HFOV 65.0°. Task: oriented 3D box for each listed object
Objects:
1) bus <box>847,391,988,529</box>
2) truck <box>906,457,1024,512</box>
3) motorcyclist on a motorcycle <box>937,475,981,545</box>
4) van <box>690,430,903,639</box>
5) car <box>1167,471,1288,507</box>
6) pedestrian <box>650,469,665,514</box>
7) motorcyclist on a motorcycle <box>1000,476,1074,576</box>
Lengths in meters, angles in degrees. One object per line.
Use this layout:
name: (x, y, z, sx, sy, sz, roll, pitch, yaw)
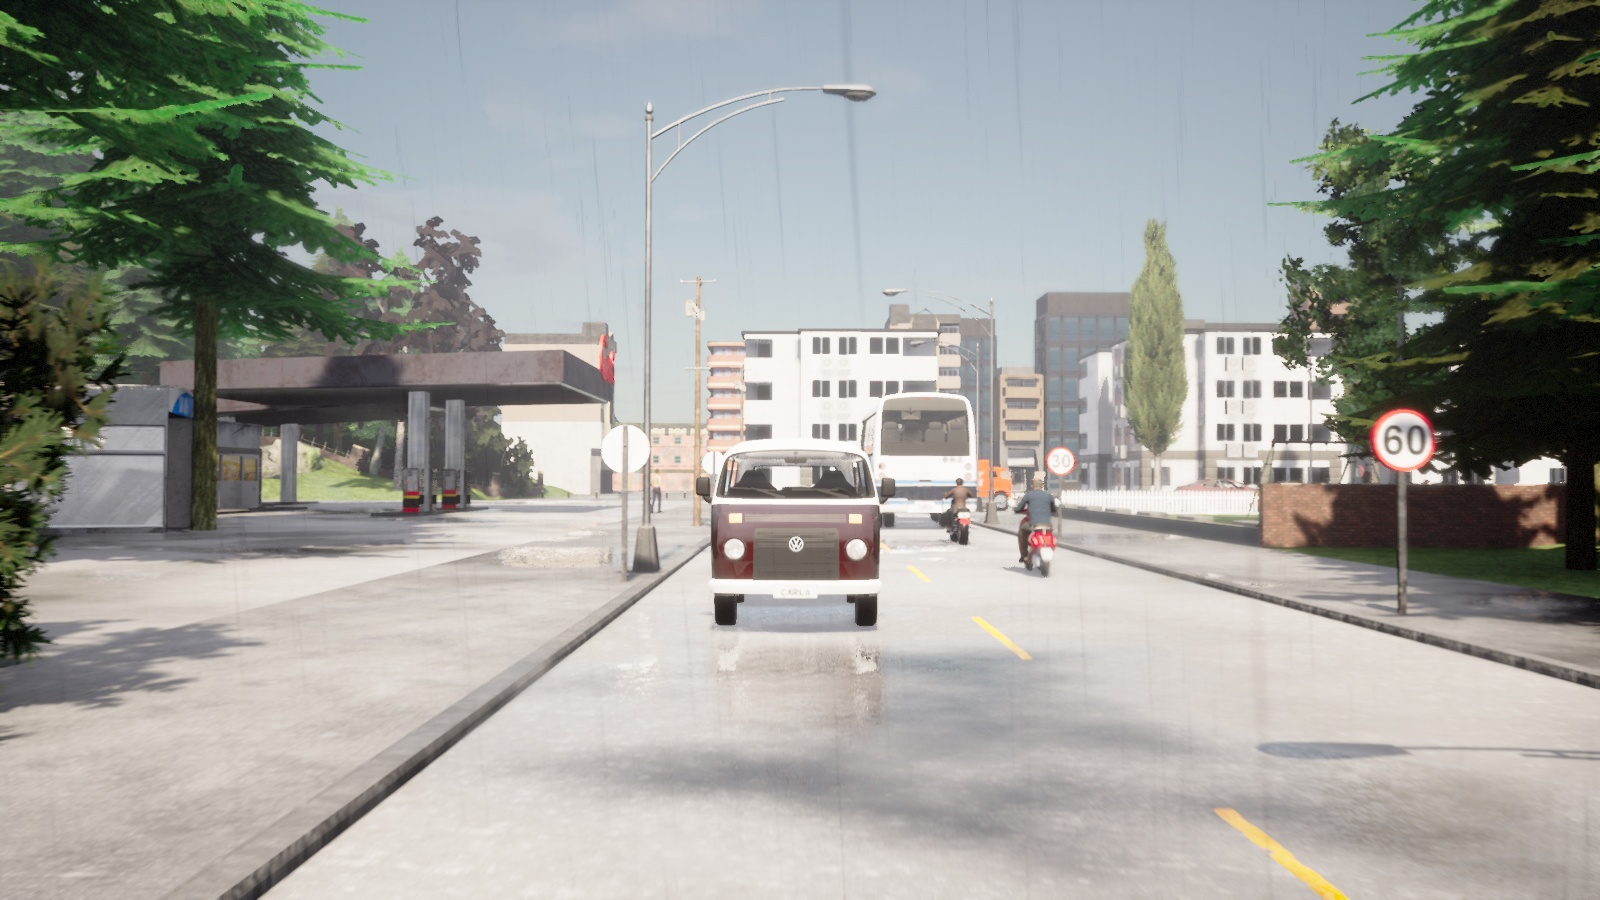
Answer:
bus: (3.834, 0.421, 44.224, 3.944, 4.253, 10.273, 0, -1, 0)
truck: (7.730, 1.612, 58.521, 5.204, 2.467, 2.627, 1, -3, -40)
motorcyclist on a motorcycle: (3.891, 1.450, 30.896, 0.766, 1.649, 2.350, 0, -1, 0)
van: (-0.048, 0.871, 14.522, 2.069, 2.038, 4.480, 0, -1, 0)
car: (20.342, 1.862, 59.969, 5.027, 1.651, 2.152, 0, -1, 0)
pedestrian: (-5.826, 1.706, 51.389, 0.345, 1.836, 0.594, -1, -1, 23)
motorcyclist on a motorcycle: (3.929, 1.230, 20.965, 0.866, 1.590, 1.817, 0, -1, 0)
